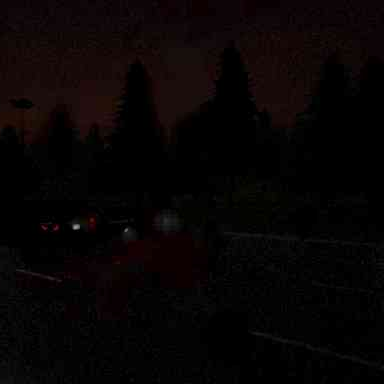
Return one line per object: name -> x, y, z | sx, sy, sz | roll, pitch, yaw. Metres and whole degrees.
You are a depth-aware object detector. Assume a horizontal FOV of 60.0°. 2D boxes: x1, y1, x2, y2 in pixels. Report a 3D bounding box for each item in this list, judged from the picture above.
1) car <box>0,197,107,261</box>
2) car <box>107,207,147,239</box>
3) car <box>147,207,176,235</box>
car -> -5.950, 1.220, 12.458 | 5.566, 2.045, 2.150 | 0, 0, 36
car -> -4.798, 1.489, 15.949 | 4.902, 1.511, 2.128 | 0, 0, 36
car -> -2.959, 1.561, 18.939 | 4.181, 1.385, 1.994 | 0, 0, 36
